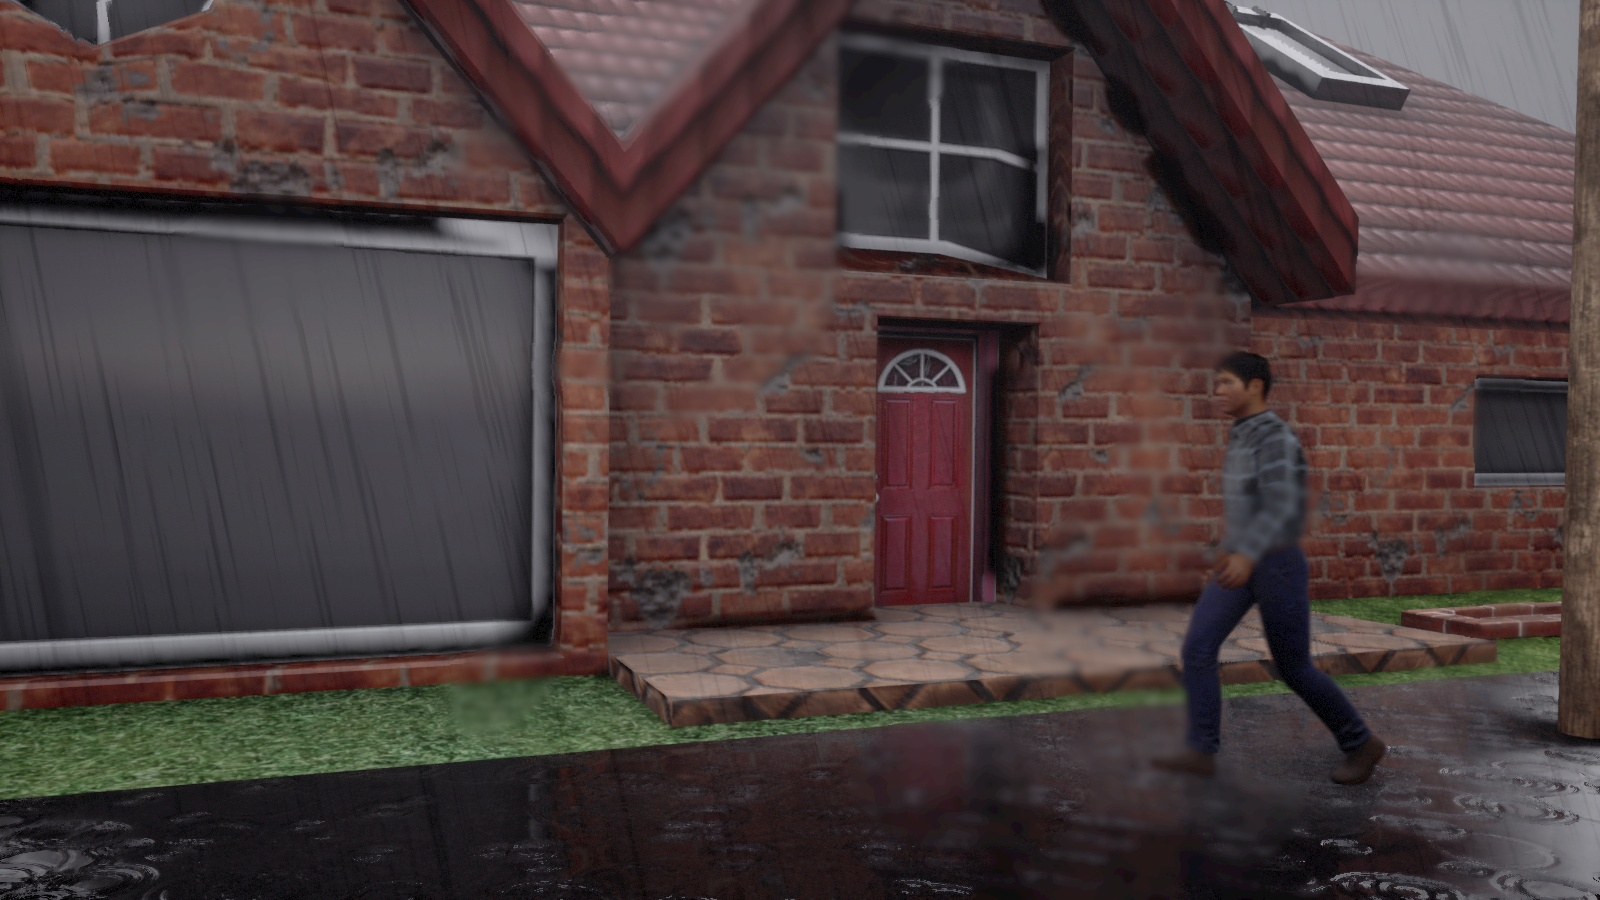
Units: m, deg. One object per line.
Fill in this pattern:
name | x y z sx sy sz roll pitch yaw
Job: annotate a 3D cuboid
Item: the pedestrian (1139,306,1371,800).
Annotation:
pedestrian | 1.867 0.403 5.192 0.788 1.949 0.423 -1 1 -5
